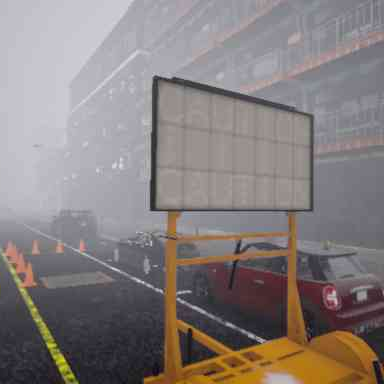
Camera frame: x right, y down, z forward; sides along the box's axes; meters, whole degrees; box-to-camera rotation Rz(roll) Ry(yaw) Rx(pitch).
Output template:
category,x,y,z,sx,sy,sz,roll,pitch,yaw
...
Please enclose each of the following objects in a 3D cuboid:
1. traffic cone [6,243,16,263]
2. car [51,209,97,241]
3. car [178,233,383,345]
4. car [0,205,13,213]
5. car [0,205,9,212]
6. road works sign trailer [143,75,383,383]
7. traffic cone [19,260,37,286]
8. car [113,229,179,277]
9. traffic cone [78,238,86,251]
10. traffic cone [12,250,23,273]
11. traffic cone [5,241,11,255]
category,x,y,z,sx,sy,sz,roll,pitch,yaw
traffic cone,-6.641,2.327,12.453,0.340,0.580,0.340,2,-3,-33
car,-7.561,1.996,21.152,2.192,1.841,5.009,3,-3,-33
car,1.680,1.741,6.994,1.967,1.590,4.097,3,-3,-33
car,-35.393,3.336,63.746,1.752,1.417,4.829,3,-3,-33
car,-41.463,3.600,73.038,1.887,1.381,4.507,3,-3,-33
road works sign trailer,0.463,0.633,3.998,2.380,3.560,2.880,2,-3,-33
traffic cone,-4.455,2.237,9.106,0.340,0.580,0.340,2,-3,-33
car,-1.402,1.978,11.707,2.008,1.369,4.403,3,-3,-33
traffic cone,-5.223,2.473,15.765,0.340,0.580,0.340,2,-3,-33
traffic cone,-5.548,2.282,10.780,0.340,0.580,0.340,2,-3,-33
traffic cone,-7.735,2.372,14.127,0.340,0.580,0.340,2,-3,-33
